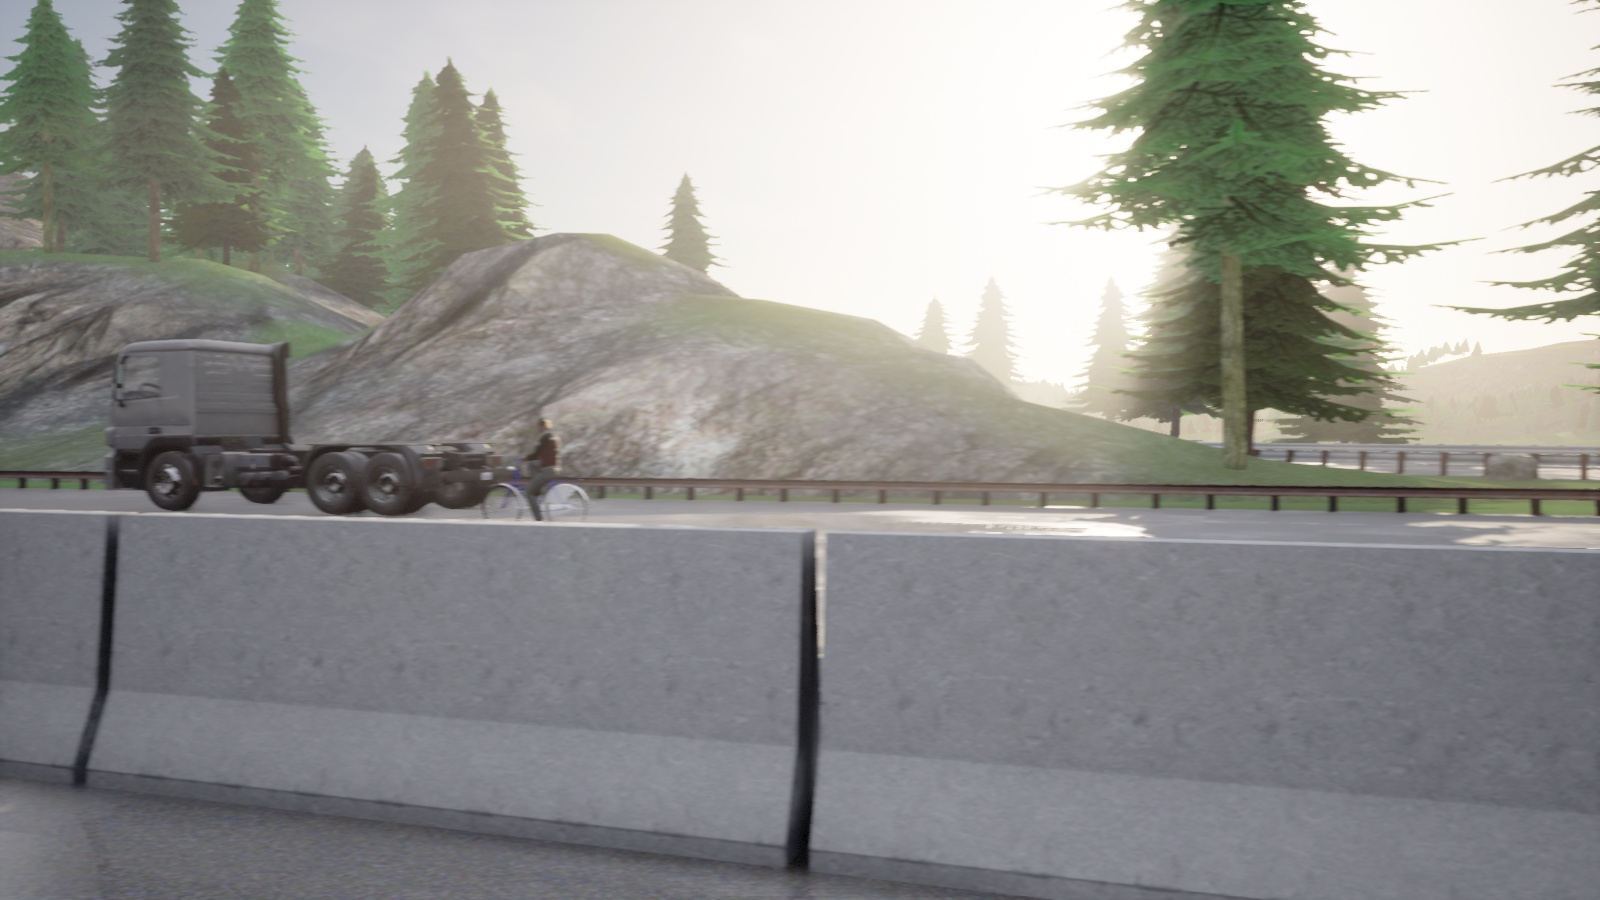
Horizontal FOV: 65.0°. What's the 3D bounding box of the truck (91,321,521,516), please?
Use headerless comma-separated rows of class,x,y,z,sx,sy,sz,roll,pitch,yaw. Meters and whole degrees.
truck,-9.796,-0.625,24.937,7.936,3.462,2.891,1,1,19

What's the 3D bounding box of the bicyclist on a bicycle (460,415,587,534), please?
bicyclist on a bicycle,-4.271,0.350,19.398,1.843,1.776,0.659,1,1,19
